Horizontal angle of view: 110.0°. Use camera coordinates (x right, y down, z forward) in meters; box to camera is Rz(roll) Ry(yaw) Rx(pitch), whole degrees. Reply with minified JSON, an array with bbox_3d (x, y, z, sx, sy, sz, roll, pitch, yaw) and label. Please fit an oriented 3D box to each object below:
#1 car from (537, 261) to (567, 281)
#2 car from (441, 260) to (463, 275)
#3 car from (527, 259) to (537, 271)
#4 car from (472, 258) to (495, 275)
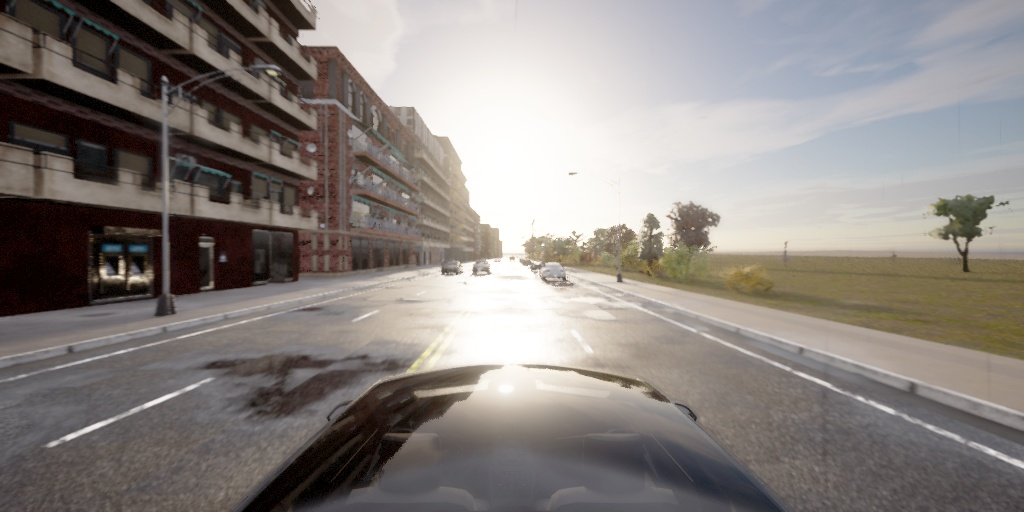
[{"bbox_3d":[3.356,1.275,29.888,1.812,1.442,4.674,0,0,0],"label":"car"},{"bbox_3d":[-6.573,1.256,39.478,1.837,1.490,4.892,0,0,0],"label":"car"},{"bbox_3d":[3.359,1.356,47.776,1.895,1.301,4.718,0,0,0],"label":"car"},{"bbox_3d":[-3.321,1.243,39.617,2.128,1.511,4.902,0,0,0],"label":"car"}]
